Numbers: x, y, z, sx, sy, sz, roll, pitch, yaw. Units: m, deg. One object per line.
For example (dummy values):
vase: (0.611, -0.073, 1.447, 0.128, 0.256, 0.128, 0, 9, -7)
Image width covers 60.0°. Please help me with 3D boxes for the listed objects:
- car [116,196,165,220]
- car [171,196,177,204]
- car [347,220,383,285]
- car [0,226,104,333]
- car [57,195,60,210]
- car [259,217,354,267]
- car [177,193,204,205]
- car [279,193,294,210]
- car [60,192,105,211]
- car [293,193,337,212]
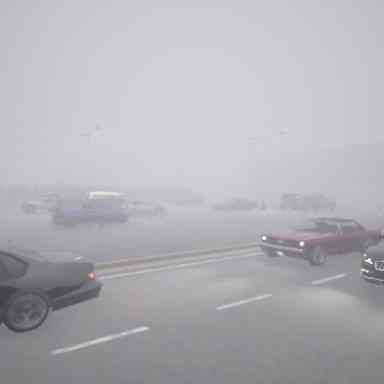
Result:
car: (-4.311, 1.367, 29.309, 3.806, 1.475, 1.970, 0, 0, -35)
car: (-1.533, 1.328, 55.558, 3.806, 1.475, 1.970, 0, 0, -35)
car: (6.146, 1.483, 8.298, 4.892, 1.490, 1.837, 0, 0, -35)
car: (-4.226, 1.550, 5.275, 5.357, 1.411, 2.033, 0, 0, -35)
car: (-15.775, 1.339, 45.446, 3.905, 1.438, 1.784, 0, 0, -35)
car: (4.521, 1.577, 11.509, 4.718, 1.301, 1.895, 0, 0, -35)
car: (0.131, 1.088, 53.189, 3.866, 1.878, 1.905, 0, 0, -35)
car: (11.505, 1.085, 37.198, 3.866, 1.878, 1.905, 0, 0, -35)
car: (-14.153, 1.128, 43.045, 4.605, 1.855, 1.932, 0, 0, -35)
car: (13.134, 1.082, 34.805, 4.605, 1.855, 1.932, 0, 0, -35)
